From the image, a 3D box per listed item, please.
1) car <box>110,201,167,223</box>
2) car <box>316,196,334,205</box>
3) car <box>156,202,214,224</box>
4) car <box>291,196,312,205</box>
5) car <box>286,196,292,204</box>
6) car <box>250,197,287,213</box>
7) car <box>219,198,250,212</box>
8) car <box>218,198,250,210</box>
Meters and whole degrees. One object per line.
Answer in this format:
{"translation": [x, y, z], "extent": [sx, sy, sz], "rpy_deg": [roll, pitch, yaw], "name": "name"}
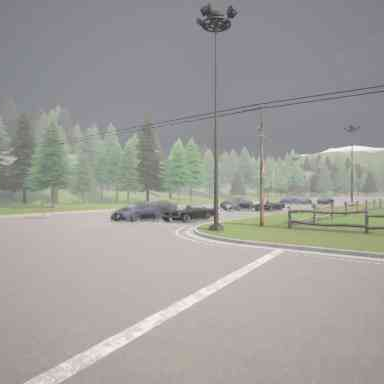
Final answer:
{"translation": [-4.198, 1.564, 25.463], "extent": [1.994, 1.385, 4.181], "rpy_deg": [0, 0, 33], "name": "car"}
{"translation": [22.609, 1.477, 56.357], "extent": [1.882, 1.535, 5.008], "rpy_deg": [0, 0, 37], "name": "car"}
{"translation": [-0.265, 1.601, 25.075], "extent": [1.895, 1.301, 4.718], "rpy_deg": [0, 0, 34], "name": "car"}
{"translation": [19.445, 1.525, 57.969], "extent": [1.812, 1.442, 4.674], "rpy_deg": [0, 0, 37], "name": "car"}
{"translation": [18.153, 1.477, 62.078], "extent": [1.882, 1.535, 5.008], "rpy_deg": [0, 0, 37], "name": "car"}
{"translation": [8.733, 1.601, 37.626], "extent": [1.895, 1.301, 4.718], "rpy_deg": [0, 0, 36], "name": "car"}
{"translation": [5.466, 1.491, 39.093], "extent": [2.128, 1.511, 4.902], "rpy_deg": [0, 0, 36], "name": "car"}
{"translation": [5.818, 1.547, 45.471], "extent": [2.033, 1.411, 5.357], "rpy_deg": [0, 0, 36], "name": "car"}
